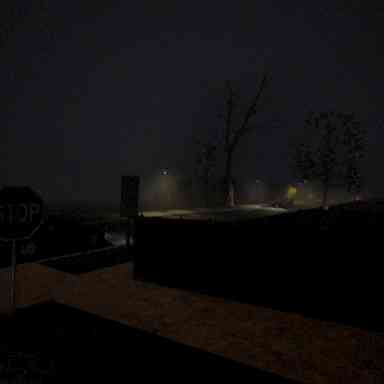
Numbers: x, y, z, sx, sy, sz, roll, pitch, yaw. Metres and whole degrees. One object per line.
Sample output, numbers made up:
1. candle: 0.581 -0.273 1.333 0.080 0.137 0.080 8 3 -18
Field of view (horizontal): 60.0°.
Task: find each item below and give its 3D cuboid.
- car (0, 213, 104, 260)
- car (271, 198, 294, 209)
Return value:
1. car: -5.715 1.606 13.340 1.837 1.490 4.892 4 2 33
2. car: 12.870 1.514 47.016 2.033 1.411 5.357 4 2 33
